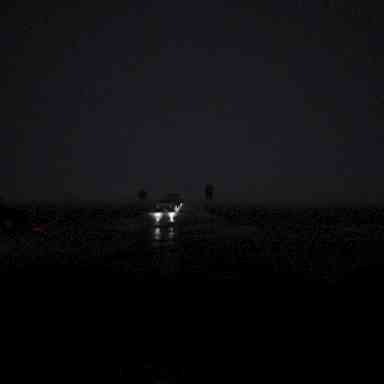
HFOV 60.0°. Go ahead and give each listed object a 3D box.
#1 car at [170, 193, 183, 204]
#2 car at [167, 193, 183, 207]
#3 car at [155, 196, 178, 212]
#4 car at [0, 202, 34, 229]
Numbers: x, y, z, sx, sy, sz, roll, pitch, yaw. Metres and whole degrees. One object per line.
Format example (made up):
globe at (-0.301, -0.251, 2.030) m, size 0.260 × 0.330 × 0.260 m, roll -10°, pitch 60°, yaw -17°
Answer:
car at (-2.949, 1.161, 65.176) m, size 2.150 × 2.045 × 5.566 m, roll 0°, pitch 0°, yaw 0°
car at (-2.941, 1.169, 51.599) m, size 2.150 × 2.045 × 5.566 m, roll 0°, pitch 0°, yaw 0°
car at (-2.932, 1.484, 37.355) m, size 1.812 × 1.442 × 4.674 m, roll 0°, pitch 0°, yaw 0°
car at (-12.230, 1.388, 19.841) m, size 5.008 × 1.535 × 1.882 m, roll 0°, pitch 2°, yaw -16°
